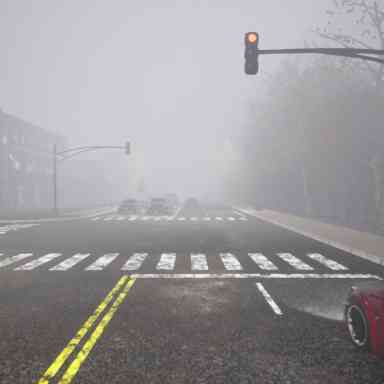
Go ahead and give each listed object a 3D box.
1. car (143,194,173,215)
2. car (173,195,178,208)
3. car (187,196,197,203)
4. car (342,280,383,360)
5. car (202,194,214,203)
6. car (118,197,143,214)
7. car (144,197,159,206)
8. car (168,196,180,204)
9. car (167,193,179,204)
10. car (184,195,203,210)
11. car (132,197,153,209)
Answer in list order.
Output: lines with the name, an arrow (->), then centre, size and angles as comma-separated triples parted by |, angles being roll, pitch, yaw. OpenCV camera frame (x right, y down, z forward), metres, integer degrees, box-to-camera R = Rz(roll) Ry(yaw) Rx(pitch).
car -> -3.396, 1.340, 34.123 | 2.097, 1.767, 4.553 | 0, 0, 0
car -> -3.402, 1.530, 43.596 | 2.033, 1.411, 5.357 | 0, 0, 1
car -> -0.002, 1.571, 67.998 | 1.895, 1.301, 4.718 | 0, 0, 0
car -> 3.348, 1.563, 3.519 | 1.994, 1.385, 4.181 | 0, 0, 0
car -> 3.248, 1.572, 66.101 | 1.895, 1.301, 4.718 | 0, 0, 0
car -> -6.646, 1.492, 35.665 | 1.837, 1.490, 4.892 | 0, 0, 0
car -> -6.657, 1.503, 55.222 | 1.812, 1.442, 4.674 | 0, 0, 0
car -> -3.393, 1.519, 64.559 | 2.033, 1.411, 5.357 | 0, 0, 0
car -> -3.415, 1.199, 53.954 | 2.150, 2.045, 5.566 | 0, 0, 1
car -> 0.042, 1.460, 43.304 | 1.882, 1.535, 5.008 | 0, 0, 0
car -> -6.654, 1.474, 45.089 | 2.128, 1.511, 4.902 | 0, 0, 0
